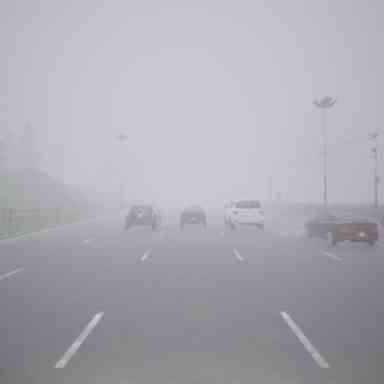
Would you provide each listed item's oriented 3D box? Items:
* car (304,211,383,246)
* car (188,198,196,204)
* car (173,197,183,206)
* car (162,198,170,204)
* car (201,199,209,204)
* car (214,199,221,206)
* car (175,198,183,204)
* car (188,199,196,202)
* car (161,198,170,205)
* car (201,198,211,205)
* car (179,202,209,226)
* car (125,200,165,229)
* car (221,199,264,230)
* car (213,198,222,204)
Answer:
[{"bbox_3d":[7.103,1.681,16.379,1.882,1.535,5.008,0,-1,0],"label":"car"},{"bbox_3d":[0.010,2.491,90.728,2.033,1.411,5.357,0,-1,0],"label":"car"},{"bbox_3d":[-3.491,2.198,80.341,2.150,2.045,5.566,0,-1,0],"label":"car"},{"bbox_3d":[-6.990,2.430,90.729,1.882,1.535,5.008,0,-1,0],"label":"car"},{"bbox_3d":[3.510,2.504,90.727,1.994,1.385,4.181,0,-1,0],"label":"car"},{"bbox_3d":[7.009,2.522,80.306,2.033,1.411,5.357,0,-1,0],"label":"car"},{"bbox_3d":[-3.490,2.452,90.729,1.837,1.490,4.892,0,-1,0],"label":"car"},{"bbox_3d":[0.009,2.450,80.308,1.882,1.535,5.008,0,-1,0],"label":"car"},{"bbox_3d":[-6.991,2.506,80.863,1.812,1.442,4.674,0,-1,0],"label":"car"},{"bbox_3d":[3.509,2.334,80.790,2.097,1.767,4.553,0,-1,0],"label":"car"},{"bbox_3d":[0.103,1.800,26.074,1.882,1.535,5.008,0,0,0],"label":"car"},{"bbox_3d":[-3.397,1.648,23.980,2.097,1.767,4.553,0,-1,0],"label":"car"},{"bbox_3d":[3.603,1.515,23.619,2.150,2.045,5.566,0,0,0],"label":"car"},{"bbox_3d":[7.010,2.491,90.727,2.033,1.411,5.357,0,-1,0],"label":"car"}]
